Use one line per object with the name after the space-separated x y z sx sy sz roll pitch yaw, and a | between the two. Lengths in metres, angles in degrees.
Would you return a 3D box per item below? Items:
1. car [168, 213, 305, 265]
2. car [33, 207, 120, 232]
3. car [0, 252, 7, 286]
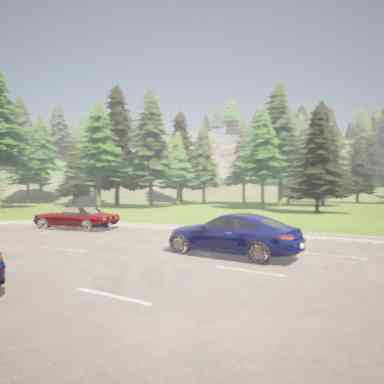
1.371 1.434 11.221 4.674 1.442 1.812 0 1 34 | car
-6.636 1.479 18.959 4.718 1.301 1.895 0 0 19 | car
-6.086 1.490 7.216 4.674 1.442 1.812 0 0 25 | car
